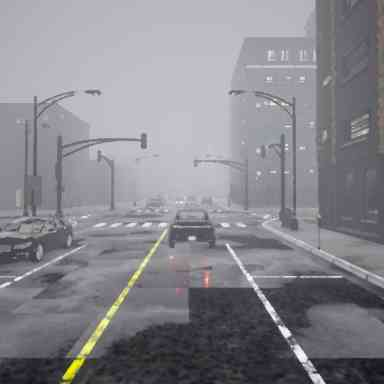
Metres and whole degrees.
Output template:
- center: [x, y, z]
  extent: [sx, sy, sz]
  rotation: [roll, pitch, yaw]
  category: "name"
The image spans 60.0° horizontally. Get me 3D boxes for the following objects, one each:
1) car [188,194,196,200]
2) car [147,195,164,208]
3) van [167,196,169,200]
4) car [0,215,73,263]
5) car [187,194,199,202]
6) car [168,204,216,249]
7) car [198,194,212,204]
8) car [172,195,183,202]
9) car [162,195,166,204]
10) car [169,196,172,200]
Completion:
- center: [0.000, 1.383, 88.020]
  extent: [1.812, 1.442, 4.674]
  rotation: [0, 0, 0]
  category: "car"
- center: [-5.753, 1.559, 49.924]
  extent: [1.887, 1.381, 4.507]
  rotation: [1, 0, 0]
  category: "car"
- center: [-5.672, 1.358, 61.293]
  extent: [1.690, 1.788, 3.998]
  rotation: [1, 0, 0]
  category: "van"
- center: [-5.677, 1.554, 11.968]
  extent: [2.008, 1.369, 4.403]
  rotation: [1, 0, 0]
  category: "car"
- center: [0.000, 1.385, 74.266]
  extent: [1.882, 1.535, 5.008]
  rotation: [0, 0, 0]
  category: "car"
- center: [0.000, 1.500, 14.653]
  extent: [2.128, 1.511, 4.902]
  rotation: [0, 0, 0]
  category: "car"
- center: [2.706, 1.458, 61.354]
  extent: [1.967, 1.590, 4.097]
  rotation: [1, 0, 0]
  category: "car"
- center: [-3.001, 1.542, 78.658]
  extent: [2.128, 1.511, 4.902]
  rotation: [0, 0, 0]
  category: "car"
- center: [-5.677, 1.560, 55.606]
  extent: [1.887, 1.381, 4.507]
  rotation: [1, 0, 0]
  category: "car"
- center: [-5.677, 1.609, 89.726]
  extent: [1.802, 1.307, 4.206]
  rotation: [1, 0, 0]
  category: "car"
